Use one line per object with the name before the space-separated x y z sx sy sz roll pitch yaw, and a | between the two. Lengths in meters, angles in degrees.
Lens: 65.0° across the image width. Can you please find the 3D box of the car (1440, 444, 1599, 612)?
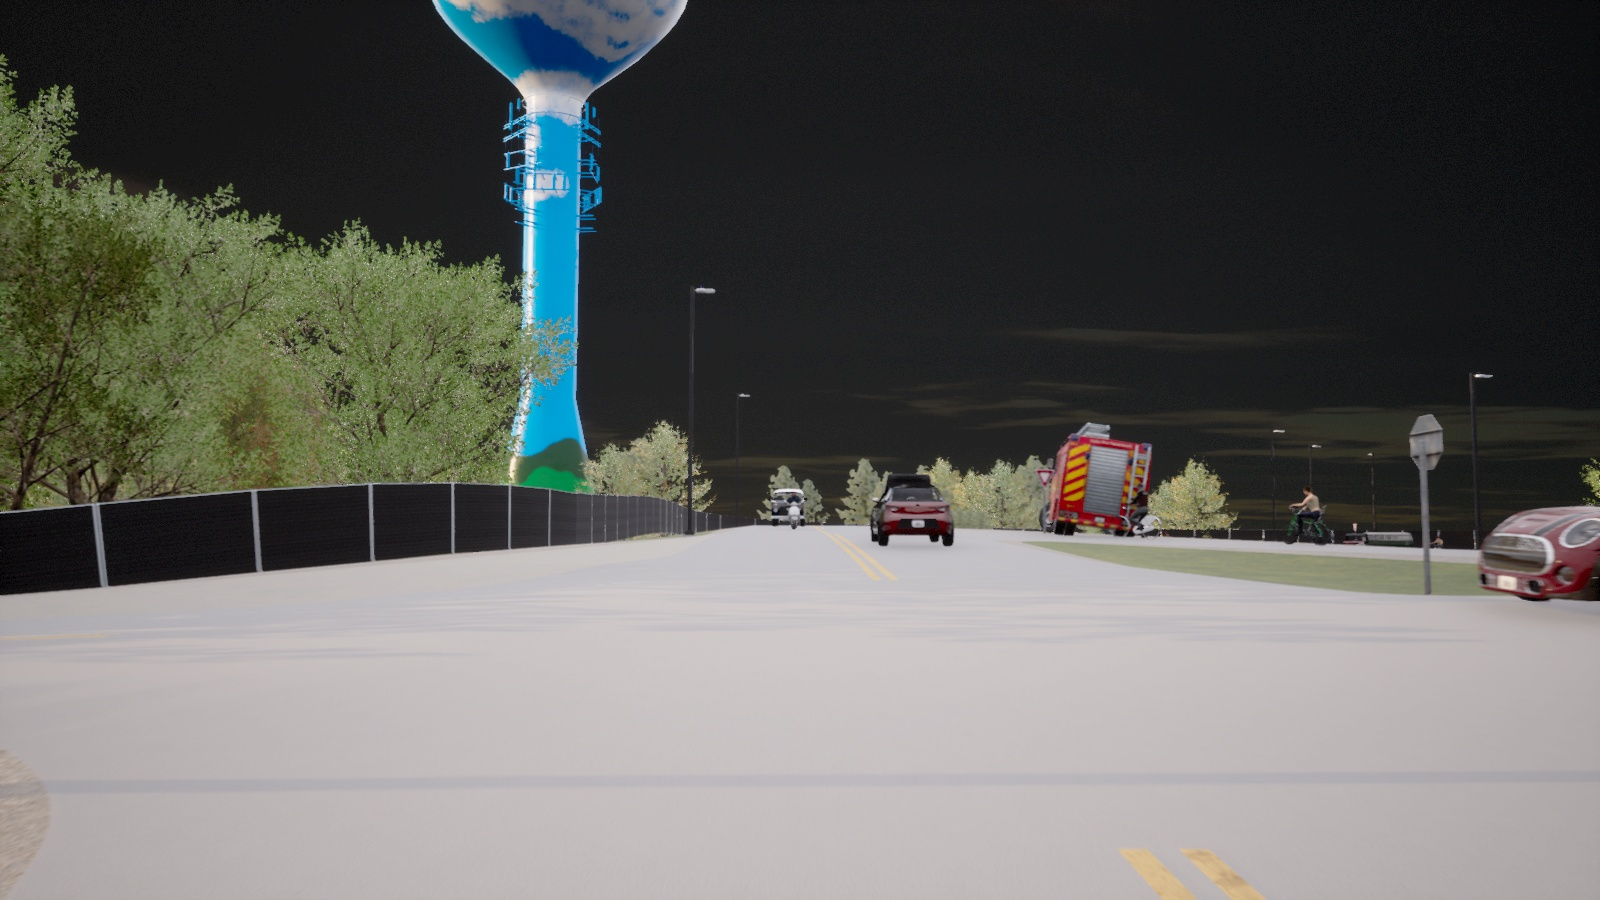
car | 10.111 0.839 14.296 4.553 1.767 2.097 0 -1 0

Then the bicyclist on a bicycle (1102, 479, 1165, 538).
bicyclist on a bicycle | 10.357 1.809 39.034 0.659 1.776 1.843 3 -4 -41

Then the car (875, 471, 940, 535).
car | 3.390 1.690 39.486 1.905 1.878 3.866 0 -3 5

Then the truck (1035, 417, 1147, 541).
truck | 10.556 1.199 46.432 2.891 3.827 8.468 8 -2 9

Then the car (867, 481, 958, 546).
car | 2.666 1.524 30.565 1.816 1.474 4.193 0 -2 0

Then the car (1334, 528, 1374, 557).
car | 37.783 6.294 85.591 1.905 1.878 3.866 -3 -5 32

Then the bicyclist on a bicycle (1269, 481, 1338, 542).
bicyclist on a bicycle | 13.784 1.680 34.394 0.866 1.612 1.509 3 -4 -37

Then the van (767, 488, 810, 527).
van | -0.589 3.109 67.899 2.069 2.038 4.480 0 -3 2

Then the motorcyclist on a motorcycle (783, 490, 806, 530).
motorcyclist on a motorcycle | -0.242 2.473 51.583 0.866 1.590 1.817 -1 -3 -2
